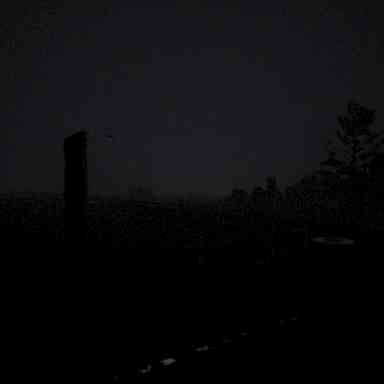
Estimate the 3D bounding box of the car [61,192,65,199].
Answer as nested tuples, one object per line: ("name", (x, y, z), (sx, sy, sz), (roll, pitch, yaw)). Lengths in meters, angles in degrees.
("car", (-18.226, 0.523, 50.140), (1.882, 1.535, 5.008), (-1, 2, -35))
